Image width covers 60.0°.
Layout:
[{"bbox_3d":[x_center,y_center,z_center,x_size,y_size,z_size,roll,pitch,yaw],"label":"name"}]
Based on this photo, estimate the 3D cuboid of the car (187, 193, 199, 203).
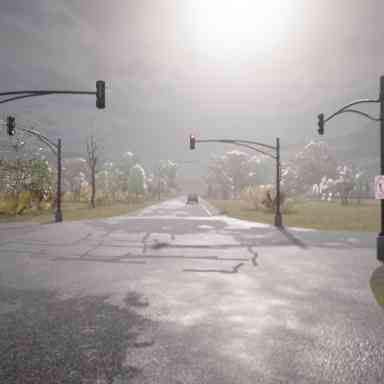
[{"bbox_3d":[0.156,1.262,67.658,2.150,2.045,5.566,0,0,0],"label":"car"}]
